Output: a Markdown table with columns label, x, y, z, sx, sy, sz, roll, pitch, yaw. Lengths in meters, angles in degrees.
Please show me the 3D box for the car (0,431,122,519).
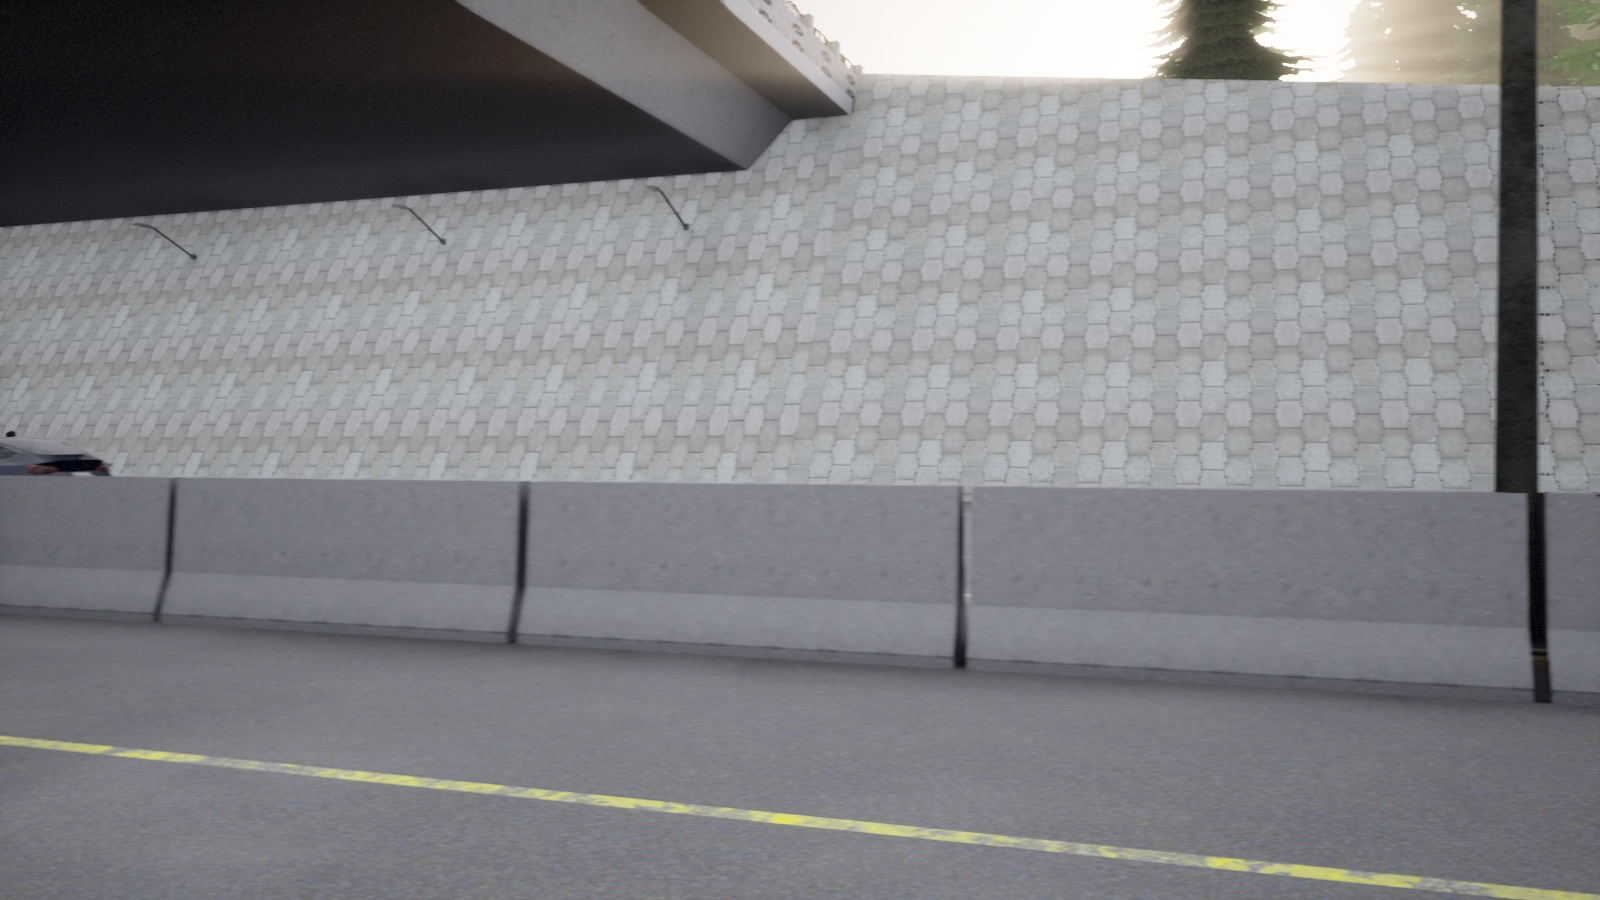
| label | x | y | z | sx | sy | sz | roll | pitch | yaw |
| --- | --- | --- | --- | --- | --- | --- | --- | --- | --- |
| car | -15.222 | 0.399 | 23.084 | 4.792 | 1.488 | 2.163 | 1 | 1 | 19 |
